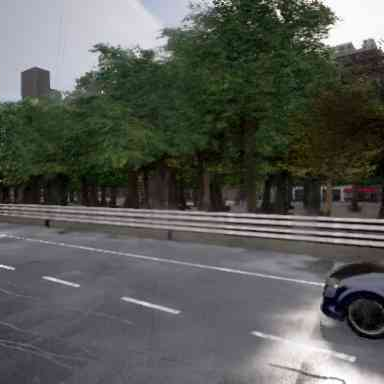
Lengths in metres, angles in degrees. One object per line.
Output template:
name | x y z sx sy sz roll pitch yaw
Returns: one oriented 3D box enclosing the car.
car | 4.255 1.568 5.134 4.181 1.385 1.994 0 0 36
